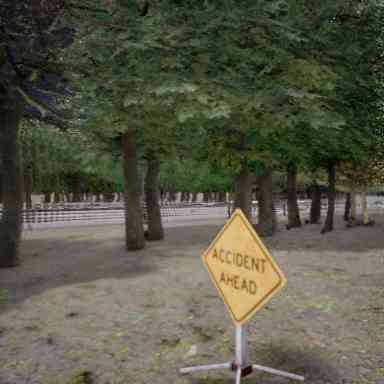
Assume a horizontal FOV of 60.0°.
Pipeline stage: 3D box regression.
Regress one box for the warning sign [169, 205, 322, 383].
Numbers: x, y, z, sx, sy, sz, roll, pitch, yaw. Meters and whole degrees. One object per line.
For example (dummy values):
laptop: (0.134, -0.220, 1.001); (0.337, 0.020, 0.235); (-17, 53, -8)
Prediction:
warning sign: (0.543, 1.117, 3.690); (1.060, 1.860, 1.300); (-1, 1, -35)
